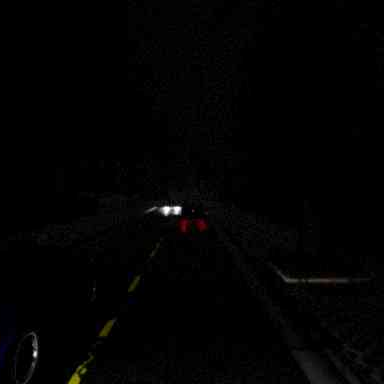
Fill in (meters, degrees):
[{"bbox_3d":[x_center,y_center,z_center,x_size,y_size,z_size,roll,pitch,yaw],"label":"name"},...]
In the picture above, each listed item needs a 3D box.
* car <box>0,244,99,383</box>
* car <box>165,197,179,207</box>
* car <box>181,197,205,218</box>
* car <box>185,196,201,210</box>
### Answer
[{"bbox_3d":[-2.854,1.537,5.006,1.994,1.385,4.181,0,0,0],"label":"car"},{"bbox_3d":[-2.863,1.426,48.411,1.895,1.301,4.718,0,0,0],"label":"car"},{"bbox_3d":[0.082,1.367,29.151,1.882,1.535,5.008,0,0,0],"label":"car"},{"bbox_3d":[0.070,1.330,42.236,1.882,1.535,5.008,0,0,0],"label":"car"}]
